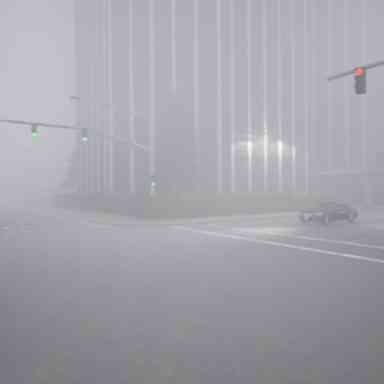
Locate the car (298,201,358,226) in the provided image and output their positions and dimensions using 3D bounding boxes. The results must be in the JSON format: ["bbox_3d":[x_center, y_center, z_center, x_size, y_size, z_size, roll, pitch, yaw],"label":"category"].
[{"bbox_3d":[9.279,1.372,22.592,4.902,1.511,2.128,-1,0,-35],"label":"car"}]
